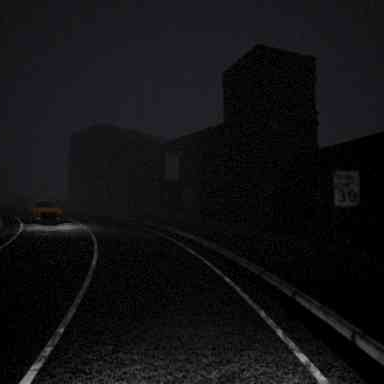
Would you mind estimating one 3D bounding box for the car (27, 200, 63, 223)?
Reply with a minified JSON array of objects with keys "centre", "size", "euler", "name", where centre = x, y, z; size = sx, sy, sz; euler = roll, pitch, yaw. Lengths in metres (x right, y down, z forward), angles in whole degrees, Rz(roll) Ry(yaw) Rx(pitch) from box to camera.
[{"centre":[-10.503,1.287,23.613],"size":[1.882,1.535,5.008],"euler":[2,0,-32],"name":"car"}]
